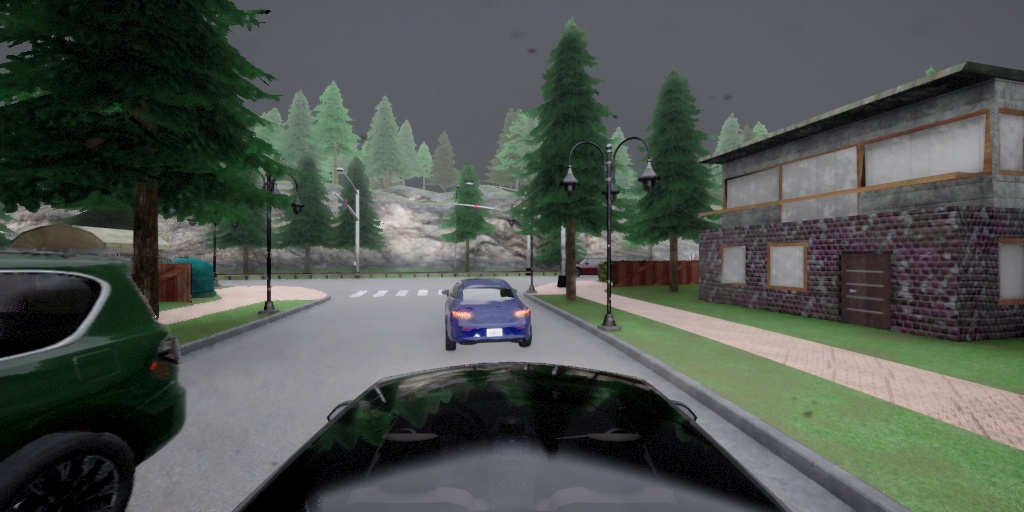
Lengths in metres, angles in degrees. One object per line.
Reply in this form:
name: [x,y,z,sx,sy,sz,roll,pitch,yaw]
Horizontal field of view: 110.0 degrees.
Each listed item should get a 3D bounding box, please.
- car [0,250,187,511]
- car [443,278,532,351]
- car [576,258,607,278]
car: [-3.695,0.971,0.585,2.150,2.045,5.566,0,0,-2]
car: [-0.755,1.276,9.016,1.812,1.442,4.674,0,0,-11]
car: [6.607,0.945,31.500,4.553,1.767,2.097,0,0,-12]
